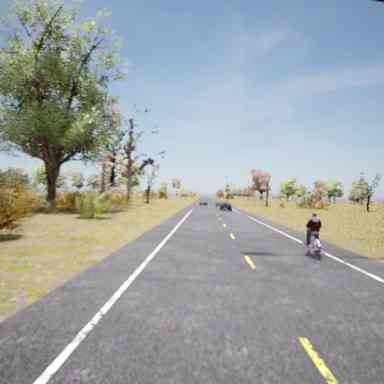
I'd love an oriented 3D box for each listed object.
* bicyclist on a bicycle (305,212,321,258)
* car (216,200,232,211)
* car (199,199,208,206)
[{"bbox_3d":[4.820,1.672,13.357,0.659,1.776,1.843,2,0,2],"label":"bicyclist on a bicycle"},{"bbox_3d":[5.479,2.229,54.878,1.837,1.490,4.892,2,-1,2],"label":"car"},{"bbox_3d":[2.668,2.369,76.431,2.033,1.411,5.357,2,-1,2],"label":"car"}]
